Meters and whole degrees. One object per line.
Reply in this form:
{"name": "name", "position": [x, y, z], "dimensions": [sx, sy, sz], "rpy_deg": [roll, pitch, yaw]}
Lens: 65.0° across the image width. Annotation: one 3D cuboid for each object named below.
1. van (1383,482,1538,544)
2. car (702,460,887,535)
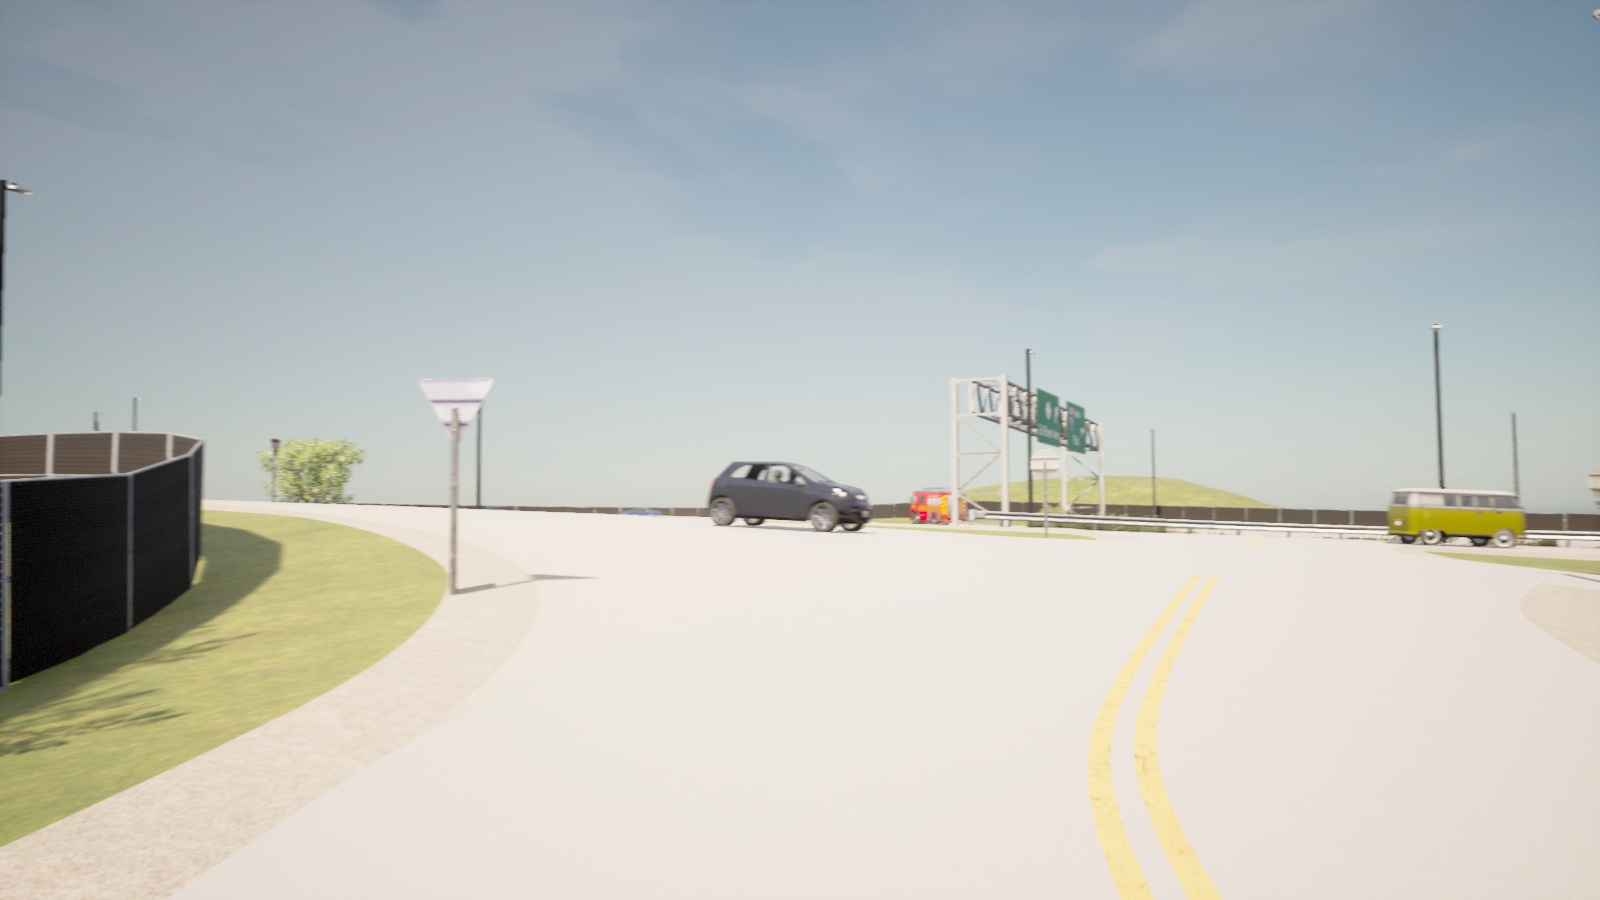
{"name": "van", "position": [22.902, 2.181, 43.634], "dimensions": [4.442, 1.987, 1.775], "rpy_deg": [2, -2, -1]}
{"name": "car", "position": [-0.129, 1.055, 28.062], "dimensions": [3.633, 1.501, 1.845], "rpy_deg": [1, -2, 27]}
